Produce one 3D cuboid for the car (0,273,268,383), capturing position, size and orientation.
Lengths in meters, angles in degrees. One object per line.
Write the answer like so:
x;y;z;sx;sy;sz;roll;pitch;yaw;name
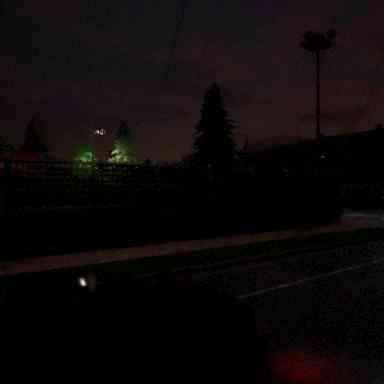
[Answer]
-1.720;1.548;2.818;5.357;1.411;2.033;0;0;-36;car
